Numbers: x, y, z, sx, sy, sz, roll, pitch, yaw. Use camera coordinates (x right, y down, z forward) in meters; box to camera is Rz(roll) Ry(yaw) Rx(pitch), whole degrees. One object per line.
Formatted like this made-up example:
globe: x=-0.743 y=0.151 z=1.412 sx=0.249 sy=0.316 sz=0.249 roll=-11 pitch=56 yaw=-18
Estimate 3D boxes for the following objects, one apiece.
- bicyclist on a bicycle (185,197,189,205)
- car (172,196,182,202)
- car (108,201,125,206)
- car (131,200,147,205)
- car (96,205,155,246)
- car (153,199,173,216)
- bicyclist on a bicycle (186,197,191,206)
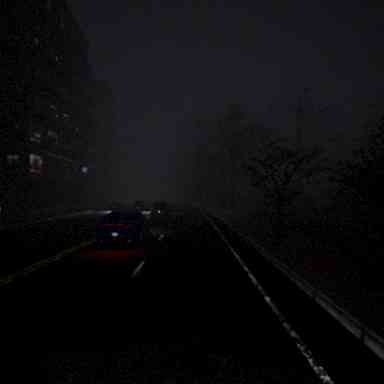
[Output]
bicyclist on a bicycle: x=-1.076 y=1.943 z=70.389 sx=0.582 sy=1.620 sz=1.656 roll=0 pitch=-1 yaw=-4
car: x=-3.574 y=1.987 z=88.726 sx=1.837 sy=1.490 sz=4.892 roll=0 pitch=0 yaw=-6
car: x=-10.431 y=1.898 z=46.155 sx=1.994 sy=1.385 sz=4.181 roll=0 pitch=0 yaw=-2
car: x=-7.148 y=1.832 z=45.321 sx=1.837 sy=1.490 sz=4.892 roll=0 pitch=-1 yaw=-2
car: x=-3.147 y=1.593 z=16.020 sx=1.882 sy=1.535 sz=5.008 roll=0 pitch=0 yaw=0
car: x=-3.413 y=1.766 z=36.418 sx=1.837 sy=1.490 sz=4.892 roll=0 pitch=0 yaw=-2
bicyclist on a bicycle: x=-0.451 y=1.883 z=61.322 sx=0.582 sy=1.620 sz=1.656 roll=0 pitch=-1 yaw=-4
